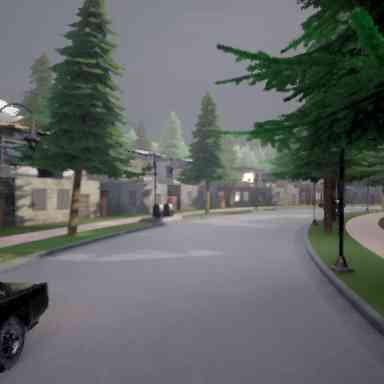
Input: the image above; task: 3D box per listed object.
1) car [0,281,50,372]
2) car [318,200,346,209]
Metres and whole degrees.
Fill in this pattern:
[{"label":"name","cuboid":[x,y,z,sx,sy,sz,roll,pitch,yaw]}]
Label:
[{"label":"car","cuboid":[-3.283,1.576,2.922,1.895,1.301,4.718,0,0,5]},{"label":"car","cuboid":[19.986,1.741,47.536,4.718,1.301,1.895,0,0,-39]}]
